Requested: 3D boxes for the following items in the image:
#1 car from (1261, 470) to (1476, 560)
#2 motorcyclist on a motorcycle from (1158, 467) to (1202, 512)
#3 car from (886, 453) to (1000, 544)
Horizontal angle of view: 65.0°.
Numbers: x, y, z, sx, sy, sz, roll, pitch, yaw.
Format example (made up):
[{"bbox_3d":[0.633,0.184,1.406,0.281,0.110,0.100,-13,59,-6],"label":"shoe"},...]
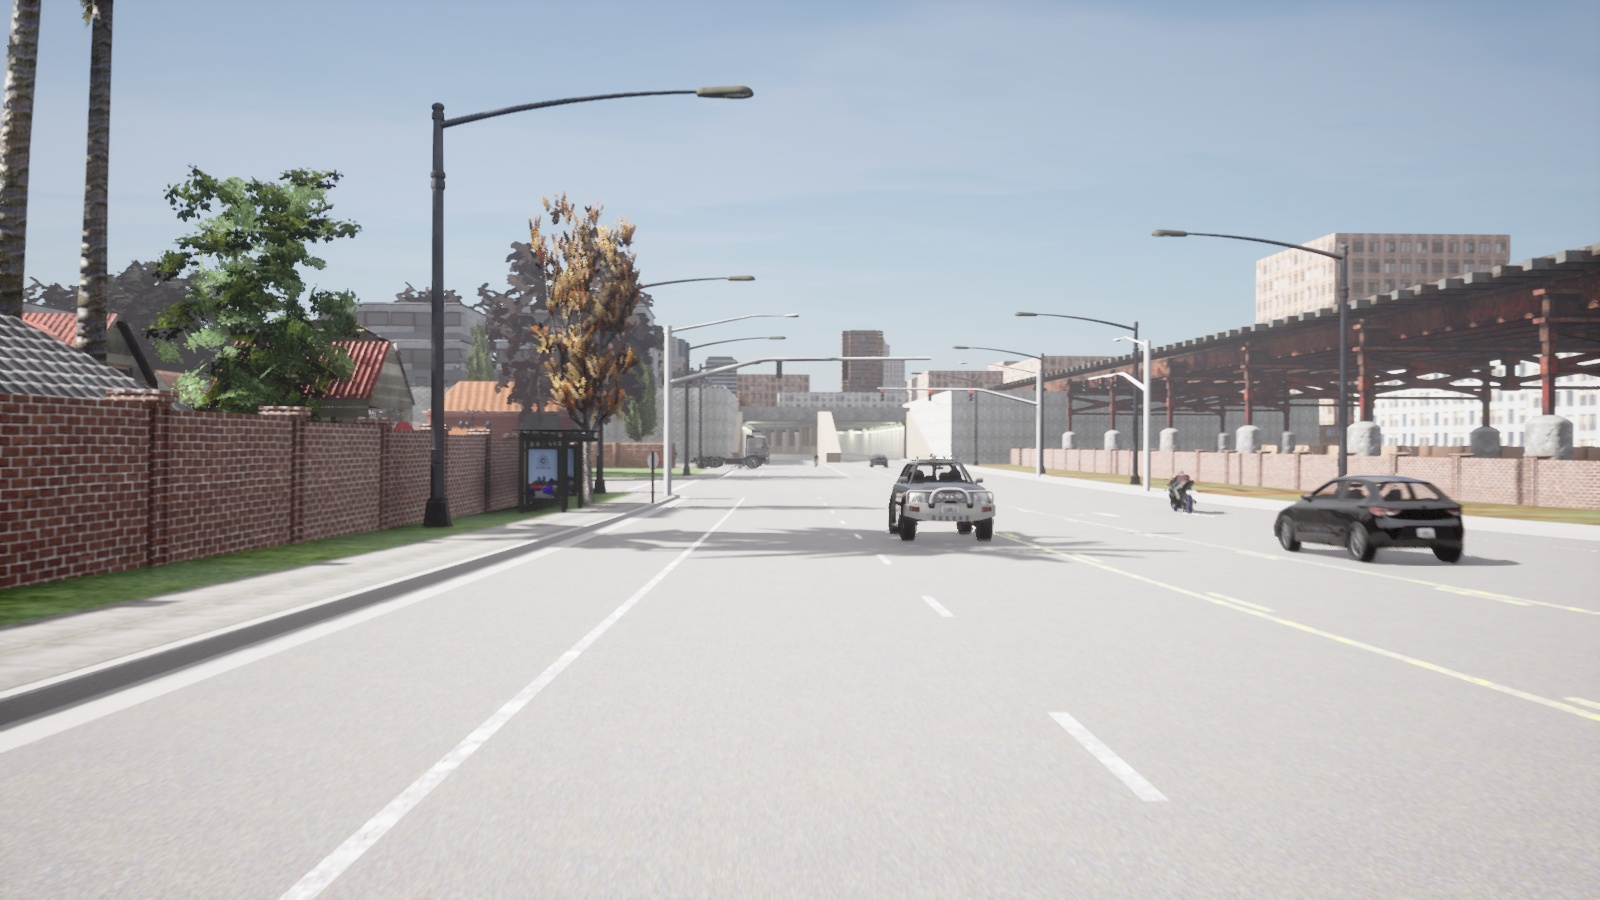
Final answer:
[{"bbox_3d":[10.190,1.112,22.890,1.816,1.474,4.193,0,-1,-3],"label":"car"},{"bbox_3d":[13.349,1.365,44.160,0.866,1.530,2.191,0,-1,-1],"label":"motorcyclist on a motorcycle"},{"bbox_3d":[3.090,1.025,28.061,1.932,1.855,4.605,0,-1,-1],"label":"car"}]
